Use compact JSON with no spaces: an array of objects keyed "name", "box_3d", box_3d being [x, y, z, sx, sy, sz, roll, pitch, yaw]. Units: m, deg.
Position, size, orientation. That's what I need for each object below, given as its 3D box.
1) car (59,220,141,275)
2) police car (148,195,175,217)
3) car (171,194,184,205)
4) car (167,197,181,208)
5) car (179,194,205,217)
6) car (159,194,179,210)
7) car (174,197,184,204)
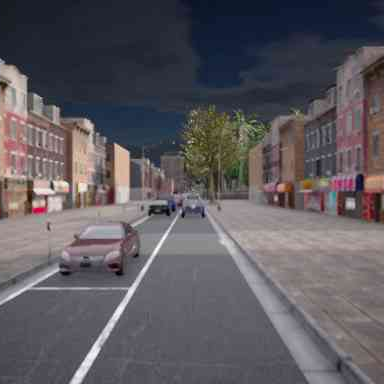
[{"name":"car","box_3d":[-2.629,1.580,10.342,1.802,1.307,4.206,0,0,0]},{"name":"police car","box_3d":[-2.982,1.423,31.733,1.930,1.638,5.238,0,0,0]},{"name":"car","box_3d":[-2.585,1.317,60.847,2.192,1.841,5.009,0,0,0]},{"name":"car","box_3d":[-2.595,1.544,49.624,1.887,1.381,4.507,0,0,0]},{"name":"car","box_3d":[0.112,1.351,31.619,2.097,1.767,4.553,0,0,0]},{"name":"car","box_3d":[-2.949,1.226,38.653,2.150,2.045,5.566,0,0,0]},{"name":"car","box_3d":[-2.580,1.586,66.459,1.802,1.307,4.206,0,0,0]}]
